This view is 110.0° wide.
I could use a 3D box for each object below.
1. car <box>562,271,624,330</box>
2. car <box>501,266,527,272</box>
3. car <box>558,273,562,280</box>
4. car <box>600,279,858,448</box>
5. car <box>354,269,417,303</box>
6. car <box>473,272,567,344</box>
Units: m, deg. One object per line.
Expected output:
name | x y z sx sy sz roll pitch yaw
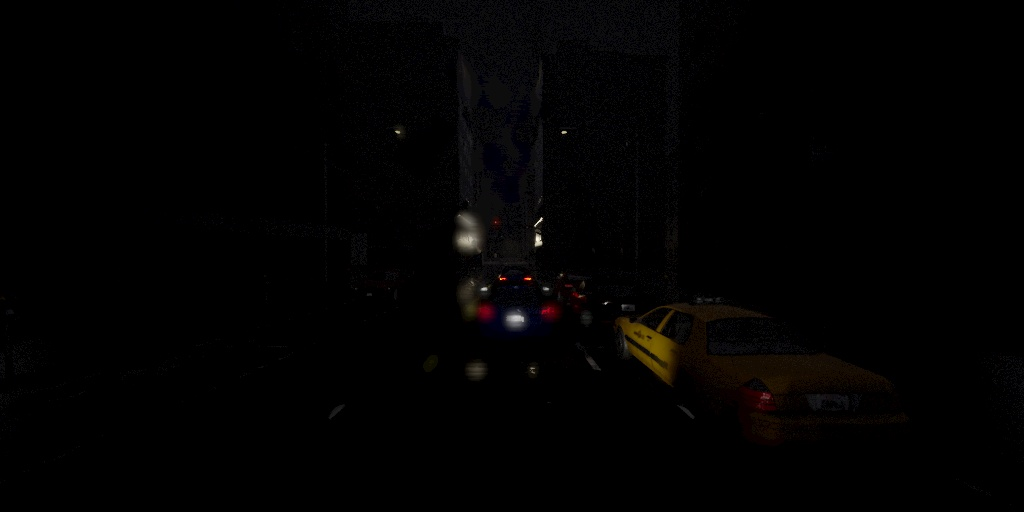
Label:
car | 2.877 1.313 10.920 1.948 1.339 4.313 0 0 0
car | 0.107 1.270 19.619 1.812 1.442 4.674 0 0 -2
car | 2.878 1.327 16.506 1.802 1.307 4.207 0 0 0
car | 2.875 1.274 5.504 1.751 1.417 4.829 0 0 0
car | -5.667 1.290 16.506 1.888 1.381 4.507 0 0 0
car | 0.102 1.312 9.605 1.994 1.385 4.181 0 0 0
